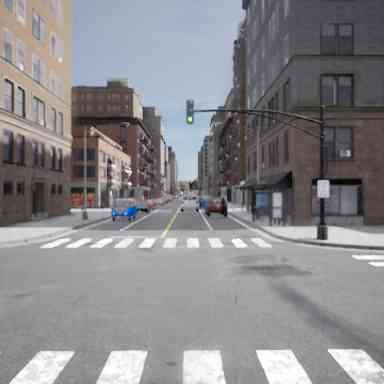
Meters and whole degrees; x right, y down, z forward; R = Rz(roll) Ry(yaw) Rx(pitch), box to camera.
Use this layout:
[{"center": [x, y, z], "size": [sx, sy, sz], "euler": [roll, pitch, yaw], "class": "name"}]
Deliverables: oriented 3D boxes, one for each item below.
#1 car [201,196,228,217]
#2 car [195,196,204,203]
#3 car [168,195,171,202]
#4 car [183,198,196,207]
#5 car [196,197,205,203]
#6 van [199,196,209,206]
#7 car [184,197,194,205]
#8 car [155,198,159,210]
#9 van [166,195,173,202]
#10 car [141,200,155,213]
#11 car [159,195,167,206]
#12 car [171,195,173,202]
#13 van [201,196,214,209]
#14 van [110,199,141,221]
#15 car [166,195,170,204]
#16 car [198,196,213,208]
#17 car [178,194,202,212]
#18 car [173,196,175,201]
[{"center": [2.405, 1.455, 33.333], "size": [2.192, 1.841, 5.009], "euler": [0, 0, -1], "class": "car"}, {"center": [1.884, 1.778, 81.985], "size": [1.967, 1.590, 4.097], "euler": [0, 0, -1], "class": "car"}, {"center": [-6.066, 1.859, 71.093], "size": [1.947, 1.339, 4.313], "euler": [0, 0, -1], "class": "car"}, {"center": [-0.421, 1.781, 56.248], "size": [2.033, 1.411, 5.357], "euler": [0, 0, -1], "class": "car"}, {"center": [1.941, 1.842, 76.750], "size": [1.752, 1.417, 4.829], "euler": [0, 0, -1], "class": "car"}, {"center": [2.116, 1.591, 60.363], "size": [1.690, 1.788, 3.998], "euler": [0, 0, -1], "class": "van"}, {"center": [-0.538, 1.754, 66.755], "size": [1.882, 1.535, 5.008], "euler": [0, 0, 0], "class": "car"}, {"center": [-5.808, 1.728, 44.064], "size": [1.887, 1.381, 4.507], "euler": [0, 0, -1], "class": "car"}, {"center": [-6.272, 1.722, 92.718], "size": [1.690, 1.788, 3.998], "euler": [0, 0, -1], "class": "van"}, {"center": [-5.757, 1.727, 38.658], "size": [1.947, 1.339, 4.313], "euler": [0, 0, -1], "class": "car"}, {"center": [-5.961, 1.774, 60.113], "size": [1.752, 1.417, 4.829], "euler": [0, 0, -1], "class": "car"}, {"center": [-6.117, 1.630, 76.500], "size": [2.192, 1.841, 5.009], "euler": [0, 0, -1], "class": "car"}, {"center": [2.232, 1.547, 49.551], "size": [1.690, 1.788, 3.998], "euler": [0, 0, -1], "class": "van"}, {"center": [-5.654, 1.457, 27.847], "size": [1.690, 1.788, 3.998], "euler": [0, 0, -1], "class": "van"}, {"center": [-6.014, 1.822, 65.687], "size": [2.008, 1.369, 4.403], "euler": [0, 0, -1], "class": "car"}, {"center": [2.174, 1.543, 54.957], "size": [2.192, 1.841, 5.009], "euler": [0, 0, -1], "class": "car"}, {"center": [-0.276, 1.397, 41.633], "size": [2.150, 2.045, 5.566], "euler": [0, 0, -1], "class": "car"}, {"center": [-6.220, 1.941, 87.311], "size": [1.802, 1.307, 4.206], "euler": [0, 0, -1], "class": "car"}]
